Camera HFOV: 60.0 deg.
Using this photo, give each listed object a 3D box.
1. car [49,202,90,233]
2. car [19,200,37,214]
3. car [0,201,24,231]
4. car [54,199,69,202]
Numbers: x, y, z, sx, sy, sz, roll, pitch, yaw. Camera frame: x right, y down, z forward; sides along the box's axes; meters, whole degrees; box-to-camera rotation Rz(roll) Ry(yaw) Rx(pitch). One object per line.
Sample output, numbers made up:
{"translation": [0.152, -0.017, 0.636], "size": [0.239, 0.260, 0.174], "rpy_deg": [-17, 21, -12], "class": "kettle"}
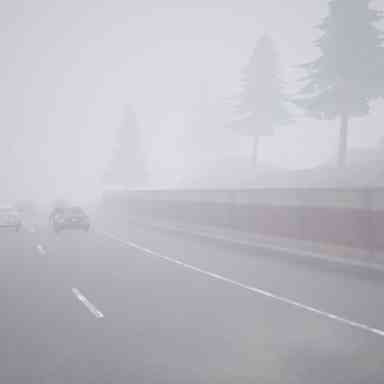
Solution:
{"translation": [-7.291, 1.545, 19.599], "size": [2.033, 1.411, 5.357], "rpy_deg": [0, 0, -27], "class": "car"}
{"translation": [-17.381, 1.543, 34.592], "size": [2.033, 1.411, 5.357], "rpy_deg": [0, 0, -19], "class": "car"}
{"translation": [-11.391, 1.523, 20.122], "size": [1.812, 1.442, 4.674], "rpy_deg": [0, 0, -26], "class": "car"}
{"translation": [-14.369, 1.499, 36.680], "size": [1.837, 1.490, 4.892], "rpy_deg": [0, 0, -19], "class": "car"}
